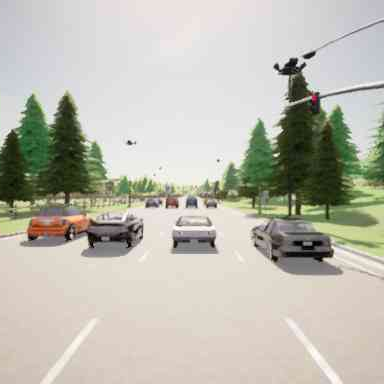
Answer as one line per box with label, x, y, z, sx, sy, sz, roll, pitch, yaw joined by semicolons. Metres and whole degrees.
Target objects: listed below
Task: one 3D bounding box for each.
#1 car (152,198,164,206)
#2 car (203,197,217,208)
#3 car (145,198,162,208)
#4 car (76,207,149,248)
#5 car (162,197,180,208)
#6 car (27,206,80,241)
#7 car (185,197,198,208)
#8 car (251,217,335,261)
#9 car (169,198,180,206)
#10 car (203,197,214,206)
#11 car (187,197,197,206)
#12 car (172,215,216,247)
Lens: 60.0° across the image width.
car;-7.056;2.049;69.445;1.837;1.490;4.892;0;-1;0
car;3.453;2.100;59.033;2.128;1.511;4.902;0;-1;0
car;-7.048;1.965;59.412;2.097;1.767;4.553;0;-1;0
car;-3.412;1.653;15.560;2.128;1.511;4.902;0;-1;0
car;-3.547;1.831;59.060;2.150;2.045;5.566;0;-1;0
car;-6.915;1.539;17.982;2.097;1.767;4.553;0;-1;0
car;-0.047;1.831;59.063;2.150;2.045;5.566;0;-1;0
car;3.589;1.681;12.840;2.033;1.411;5.357;0;-1;0
car;-3.556;2.074;69.448;2.128;1.511;4.902;0;-1;0
car;3.444;1.903;69.425;2.097;1.767;4.553;0;-1;0
car;-0.056;1.903;69.422;2.097;1.767;4.553;0;-1;0
car;0.087;1.767;16.038;1.895;1.301;4.718;0;-1;0
